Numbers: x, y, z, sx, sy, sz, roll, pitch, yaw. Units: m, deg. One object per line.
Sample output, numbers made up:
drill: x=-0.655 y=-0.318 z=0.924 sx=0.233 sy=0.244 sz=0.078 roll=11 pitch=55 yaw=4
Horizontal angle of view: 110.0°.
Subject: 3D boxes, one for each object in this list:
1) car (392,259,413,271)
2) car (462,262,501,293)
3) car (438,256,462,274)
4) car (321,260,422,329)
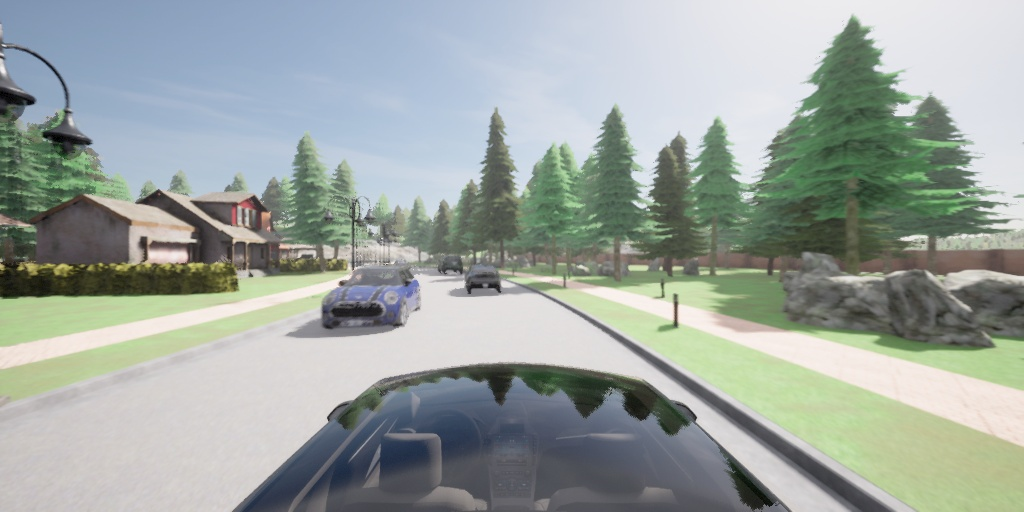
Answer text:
car: x=-16.073 y=1.288 z=52.356 sx=2.128 sy=1.511 sz=4.902 roll=0 pitch=0 yaw=-26
car: x=-1.768 y=1.253 z=20.903 sx=1.837 sy=1.490 sz=4.892 roll=0 pitch=0 yaw=-10
car: x=-7.049 y=0.980 z=40.793 sx=2.150 sy=2.045 sz=5.566 roll=0 pitch=0 yaw=-20
car: x=-4.201 y=1.116 z=11.390 sx=2.097 sy=1.767 sz=4.553 roll=0 pitch=0 yaw=-6
